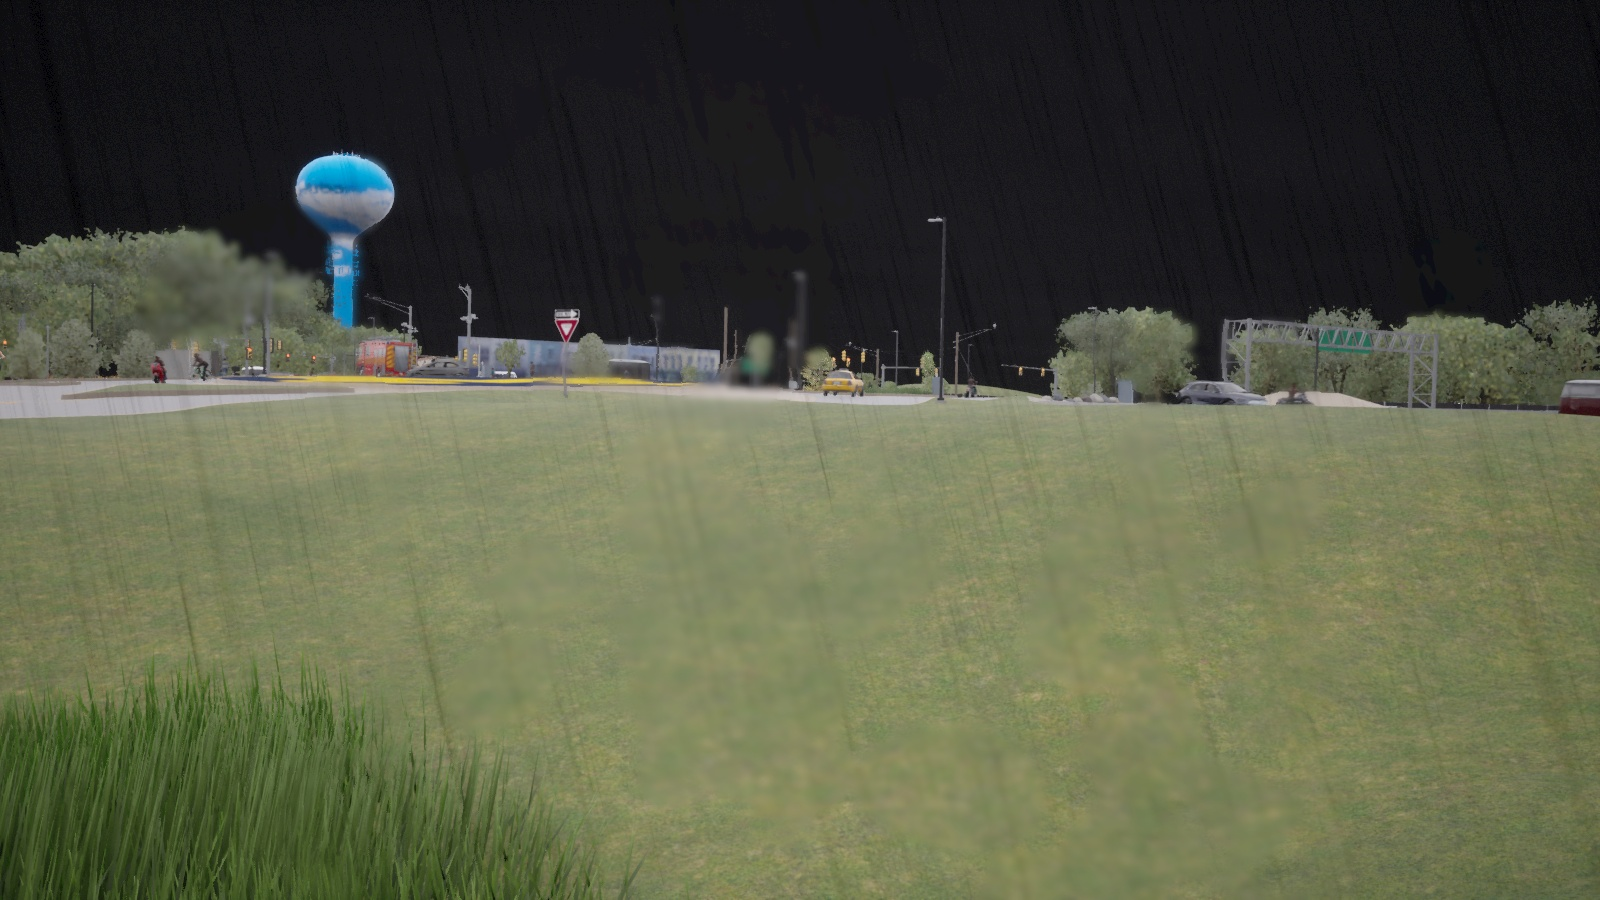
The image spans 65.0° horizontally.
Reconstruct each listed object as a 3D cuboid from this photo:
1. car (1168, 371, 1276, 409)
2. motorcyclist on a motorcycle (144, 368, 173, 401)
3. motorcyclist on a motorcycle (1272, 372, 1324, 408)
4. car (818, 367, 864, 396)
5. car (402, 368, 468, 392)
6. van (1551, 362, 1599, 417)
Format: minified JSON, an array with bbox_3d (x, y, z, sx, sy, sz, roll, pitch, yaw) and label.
[{"bbox_3d":[19.701,-2.840,58.836,2.033,1.649,4.856,-2,4,-23],"label":"car"},{"bbox_3d":[-32.152,-3.277,62.958,0.797,1.523,2.044,-6,4,-16],"label":"motorcyclist on a motorcycle"},{"bbox_3d":[23.444,-2.842,59.156,0.766,1.649,2.350,-1,4,-26],"label":"motorcyclist on a motorcycle"},{"bbox_3d":[2.384,-3.890,71.147,1.801,1.575,5.366,1,4,10],"label":"car"},{"bbox_3d":[-24.520,-4.709,84.412,4.193,1.474,1.816,-2,1,-17],"label":"car"},{"bbox_3d":[29.953,-2.163,45.375,1.775,1.987,4.442,-2,4,-43],"label":"van"}]
